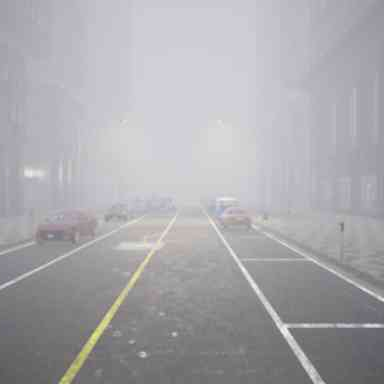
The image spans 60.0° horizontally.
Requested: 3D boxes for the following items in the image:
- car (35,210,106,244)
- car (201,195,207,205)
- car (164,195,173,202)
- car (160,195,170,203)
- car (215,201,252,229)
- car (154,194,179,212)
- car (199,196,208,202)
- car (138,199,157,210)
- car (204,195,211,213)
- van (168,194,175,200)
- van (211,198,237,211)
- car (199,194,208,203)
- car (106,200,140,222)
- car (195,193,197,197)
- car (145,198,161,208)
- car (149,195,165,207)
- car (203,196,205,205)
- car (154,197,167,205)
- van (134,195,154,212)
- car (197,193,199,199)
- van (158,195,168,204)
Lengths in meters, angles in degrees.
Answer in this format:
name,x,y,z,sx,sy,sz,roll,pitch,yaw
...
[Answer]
name,x,y,z,sx,sy,sz,roll,pitch,yaw
car,-5.769,1.562,15.798,1.887,1.381,4.507,0,0,0
car,2.746,1.615,49.632,2.008,1.369,4.403,0,0,0
car,-5.789,1.554,83.439,1.967,1.590,4.097,0,0,0
car,-5.786,1.537,72.166,1.967,1.590,4.097,0,0,0
car,2.754,1.550,21.620,1.752,1.417,4.829,0,0,0
car,-3.012,1.380,40.031,2.097,1.767,4.553,0,0,0
car,2.738,1.650,77.813,1.887,1.381,4.507,0,0,0
car,-5.778,1.622,43.982,1.947,1.339,4.313,0,0,0
car,2.749,1.488,38.359,1.967,1.590,4.097,0,0,0
van,-5.793,1.472,94.712,1.690,1.788,3.998,0,0,0
van,2.751,1.373,27.086,1.690,1.788,3.998,0,0,0
car,2.742,1.521,60.904,1.967,1.590,4.097,0,0,0
car,-5.773,1.598,27.071,1.947,1.339,4.313,0,0,0
car,2.732,1.571,94.722,1.967,1.590,4.097,0,0,0
car,-5.779,1.630,49.618,1.947,1.339,4.313,0,0,0
car,-5.782,1.387,55.255,2.192,1.841,5.009,0,0,0
car,2.747,1.582,44.165,1.752,1.417,4.829,0,0,0
car,-5.783,1.625,60.892,1.887,1.381,4.507,0,0,0
van,-5.777,1.389,38.345,1.690,1.788,3.998,0,0,0
car,2.738,1.412,72.177,2.192,1.841,5.009,0,0,0
van,-5.785,1.430,66.529,1.690,1.788,3.998,0,0,0
